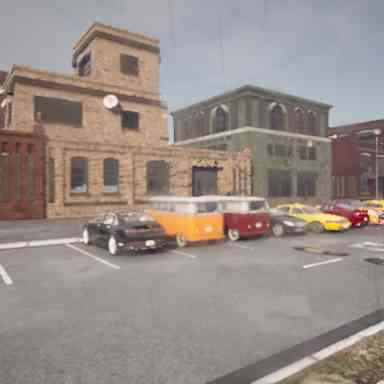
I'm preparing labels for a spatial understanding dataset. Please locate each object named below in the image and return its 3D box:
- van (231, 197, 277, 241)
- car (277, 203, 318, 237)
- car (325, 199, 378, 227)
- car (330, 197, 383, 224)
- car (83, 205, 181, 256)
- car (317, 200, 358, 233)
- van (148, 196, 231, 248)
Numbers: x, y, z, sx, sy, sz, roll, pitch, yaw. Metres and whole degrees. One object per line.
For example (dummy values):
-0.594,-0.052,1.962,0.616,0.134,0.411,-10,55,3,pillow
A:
1.670,1.200,16.361,1.878,1.987,4.442,0,0,-35,van
4.001,1.461,17.879,2.002,1.452,4.674,0,0,-35,car
8.535,1.408,21.096,2.097,1.535,5.008,0,0,-35,car
10.777,1.277,22.737,2.185,1.767,4.553,0,0,-35,car
-2.787,1.437,13.038,2.231,1.521,4.892,0,0,-35,car
6.375,1.411,19.338,1.946,1.575,5.366,0,0,-35,car
-0.594,1.205,14.750,1.878,1.987,4.442,0,0,-35,van
